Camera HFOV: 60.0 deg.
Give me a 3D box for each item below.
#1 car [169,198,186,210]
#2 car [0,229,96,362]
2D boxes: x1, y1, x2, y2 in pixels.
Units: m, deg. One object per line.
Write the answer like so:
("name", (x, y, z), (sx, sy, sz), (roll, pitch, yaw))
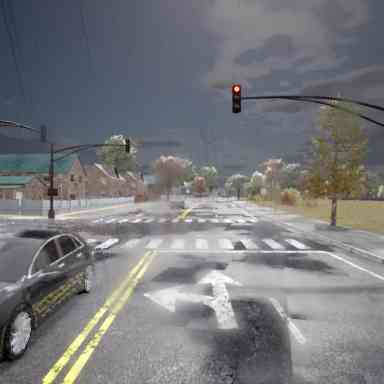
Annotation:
("car", (-1.913, 1.598, 44.209), (1.812, 1.442, 4.674), (0, 0, 3))
("car", (-3.188, 1.522, 5.971), (1.837, 1.490, 4.892), (0, 0, 1))
